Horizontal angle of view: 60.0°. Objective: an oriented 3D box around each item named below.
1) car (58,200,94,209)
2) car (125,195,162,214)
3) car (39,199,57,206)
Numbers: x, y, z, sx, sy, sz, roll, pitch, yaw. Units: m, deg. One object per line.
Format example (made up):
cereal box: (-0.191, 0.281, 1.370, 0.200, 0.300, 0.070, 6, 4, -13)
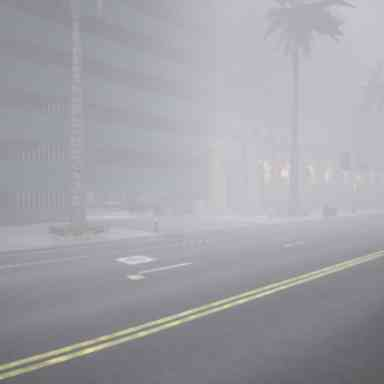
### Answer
car: (-17.556, 1.904, 50.816, 4.718, 1.301, 1.895, 0, -1, -41)
car: (-4.739, 1.317, 37.456, 5.566, 2.045, 2.435, 0, -1, -41)
car: (-24.889, 1.951, 59.814, 4.786, 1.482, 2.161, 0, -1, -41)
